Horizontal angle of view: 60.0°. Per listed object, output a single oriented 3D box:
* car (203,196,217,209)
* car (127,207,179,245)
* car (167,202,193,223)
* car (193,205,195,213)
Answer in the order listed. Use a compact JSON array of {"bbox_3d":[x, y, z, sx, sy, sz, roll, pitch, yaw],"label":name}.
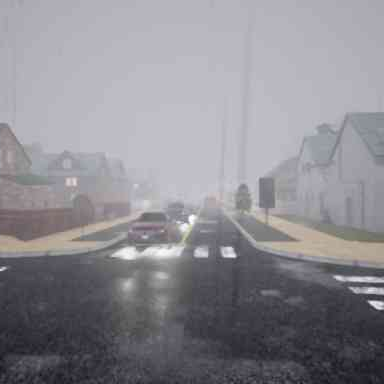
[{"bbox_3d":[3.042,1.718,56.425,2.150,2.045,5.566,-1,-1,3],"label":"car"},{"bbox_3d":[-1.913,1.707,16.661,1.812,1.442,4.674,-1,-1,3],"label":"car"},{"bbox_3d":[-1.316,1.639,28.518,2.097,1.767,4.553,-1,0,3],"label":"car"},{"bbox_3d":[-0.689,1.995,40.767,1.895,1.301,4.718,-1,0,3],"label":"car"}]
